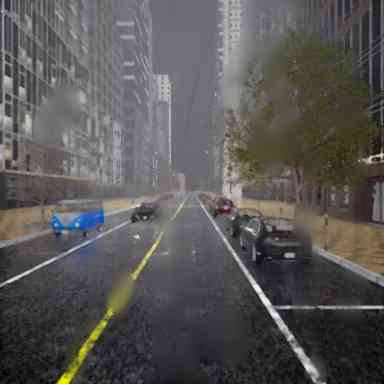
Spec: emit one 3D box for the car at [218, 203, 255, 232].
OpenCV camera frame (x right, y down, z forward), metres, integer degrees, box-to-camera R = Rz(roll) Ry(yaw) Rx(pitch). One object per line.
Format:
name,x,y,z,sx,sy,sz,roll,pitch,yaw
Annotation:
car,2.679,1.463,17.001,2.008,1.369,4.403,0,0,0

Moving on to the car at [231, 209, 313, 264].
car,2.683,1.494,11.309,2.008,1.369,4.403,0,0,0

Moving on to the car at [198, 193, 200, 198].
car,2.638,1.114,73.925,1.947,1.339,4.313,0,0,0

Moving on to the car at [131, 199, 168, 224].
car,-3.017,1.441,23.355,1.994,1.385,4.181,0,0,0

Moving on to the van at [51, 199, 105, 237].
van,-5.702,1.257,16.998,1.690,1.788,3.998,0,0,0

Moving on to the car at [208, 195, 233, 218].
car,2.671,1.285,28.386,1.967,1.590,4.097,0,0,0

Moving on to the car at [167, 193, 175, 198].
car,-5.755,0.993,91.003,1.947,1.339,4.313,0,0,0

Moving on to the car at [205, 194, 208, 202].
car,2.666,1.251,34.078,1.967,1.590,4.097,0,0,0

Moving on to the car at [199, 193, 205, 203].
car,2.651,1.212,56.848,1.887,1.381,4.507,0,0,0

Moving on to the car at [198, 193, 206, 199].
car,2.630,1.032,85.309,1.947,1.339,4.313,0,0,0

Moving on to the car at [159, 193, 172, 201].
car,-5.738,1.137,68.233,1.887,1.381,4.507,0,0,0
